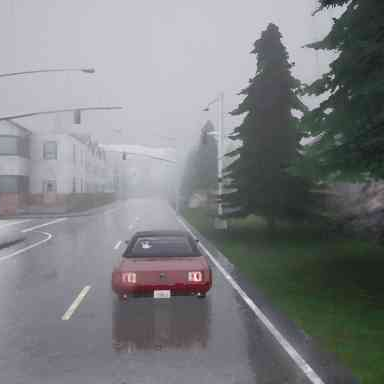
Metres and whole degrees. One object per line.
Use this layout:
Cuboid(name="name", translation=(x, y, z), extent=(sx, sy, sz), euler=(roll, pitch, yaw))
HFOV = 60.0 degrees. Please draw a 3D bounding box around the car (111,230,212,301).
Cuboid(name="car", translation=(-0.741, 1.601, 8.359), extent=(1.895, 1.301, 4.718), euler=(0, 0, -5))
